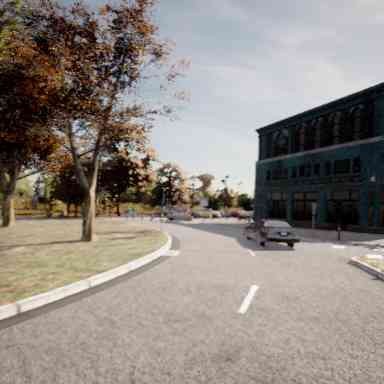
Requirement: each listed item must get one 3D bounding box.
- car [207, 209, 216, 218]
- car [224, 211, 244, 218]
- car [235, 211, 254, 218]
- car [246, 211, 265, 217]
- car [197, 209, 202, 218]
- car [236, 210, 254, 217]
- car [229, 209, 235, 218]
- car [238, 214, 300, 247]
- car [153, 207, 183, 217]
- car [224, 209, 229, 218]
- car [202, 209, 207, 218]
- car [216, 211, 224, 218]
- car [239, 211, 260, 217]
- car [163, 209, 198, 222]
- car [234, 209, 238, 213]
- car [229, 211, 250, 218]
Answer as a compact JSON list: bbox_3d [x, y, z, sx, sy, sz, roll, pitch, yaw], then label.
[{"bbox_3d":[1.724,4.825,71.863,5.366,1.575,1.946,1,-3,15],"label":"car"},{"bbox_3d":[10.611,5.622,83.865,4.892,1.521,2.231,1,-3,16],"label":"car"},{"bbox_3d":[11.390,5.136,68.577,1.837,1.490,4.892,1,-3,35],"label":"car"},{"bbox_3d":[17.758,6.110,93.344,5.008,1.535,2.097,1,-2,17],"label":"car"},{"bbox_3d":[-1.461,4.202,66.980,5.566,2.045,2.435,1,-3,15],"label":"car"},{"bbox_3d":[14.143,5.744,88.636,4.553,1.767,2.185,1,-2,17],"label":"car"},{"bbox_3d":[7.072,5.365,79.068,4.792,1.488,2.163,1,-2,16],"label":"car"},{"bbox_3d":[4.347,2.213,18.895,2.033,1.411,5.357,3,-3,-4],"label":"car"},{"bbox_3d":[-4.869,4.064,62.083,4.892,1.521,2.231,1,-3,14],"label":"car"},{"bbox_3d":[5.394,5.053,76.656,4.553,1.767,2.185,1,-3,16],"label":"car"},{"bbox_3d":[0.174,4.519,69.415,4.553,1.767,2.185,1,-3,15],"label":"car"},{"bbox_3d":[3.667,4.761,74.254,5.566,2.045,2.435,1,-3,15],"label":"car"},{"bbox_3d":[15.777,5.985,91.041,5.366,1.575,1.946,1,-2,17],"label":"car"},{"bbox_3d":[-1.551,3.673,49.045,2.033,1.411,5.357,1,-3,27],"label":"car"},{"bbox_3d":[8.832,5.232,81.479,5.566,2.045,2.435,1,-2,16],"label":"car"},{"bbox_3d":[12.391,5.748,86.238,5.008,1.535,2.097,1,-2,17],"label":"car"}]
